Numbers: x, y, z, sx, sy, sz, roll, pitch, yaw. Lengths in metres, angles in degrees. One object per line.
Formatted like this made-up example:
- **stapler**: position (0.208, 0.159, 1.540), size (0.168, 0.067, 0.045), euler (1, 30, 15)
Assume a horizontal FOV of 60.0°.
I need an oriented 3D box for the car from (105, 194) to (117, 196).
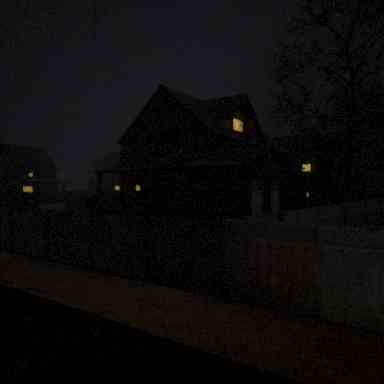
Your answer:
- **car**: position (-10.243, 0.866, 40.722), size (1.895, 1.301, 4.718), euler (1, 2, 35)
